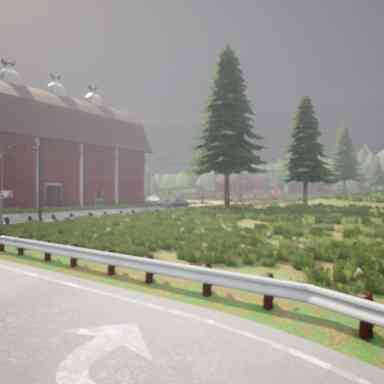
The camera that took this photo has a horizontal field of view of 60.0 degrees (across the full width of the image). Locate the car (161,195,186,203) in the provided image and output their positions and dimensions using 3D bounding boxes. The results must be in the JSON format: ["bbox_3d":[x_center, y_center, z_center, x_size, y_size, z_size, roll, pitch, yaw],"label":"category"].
[{"bbox_3d":[-2.393,1.571,43.949,1.837,1.490,4.892,0,0,37],"label":"car"}]

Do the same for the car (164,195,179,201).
[{"bbox_3d":[-5.251,1.611,86.110,1.816,1.474,4.193,0,0,36],"label":"car"}]

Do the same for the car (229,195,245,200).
[{"bbox_3d":[7.429,1.138,57.083,2.097,1.767,4.553,0,0,36],"label":"car"}]
